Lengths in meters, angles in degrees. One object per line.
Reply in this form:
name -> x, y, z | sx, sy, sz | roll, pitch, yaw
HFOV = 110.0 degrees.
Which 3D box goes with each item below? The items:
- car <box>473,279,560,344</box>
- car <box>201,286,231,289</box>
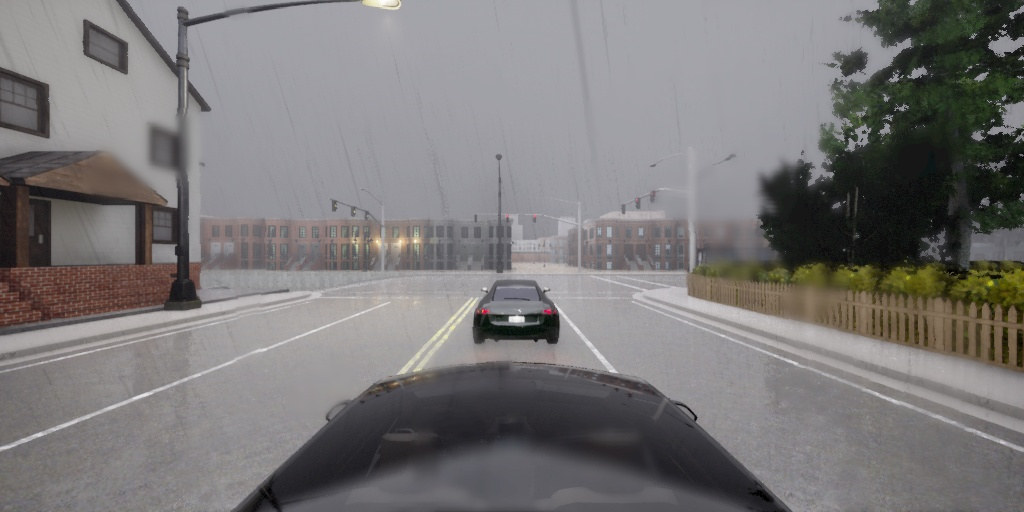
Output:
car -> 0.102, 1.313, 9.612 | 1.994, 1.385, 4.181 | 0, 0, 0
car -> -22.429, 3.306, 26.870 | 5.566, 2.045, 2.150 | -13, 1, -1
